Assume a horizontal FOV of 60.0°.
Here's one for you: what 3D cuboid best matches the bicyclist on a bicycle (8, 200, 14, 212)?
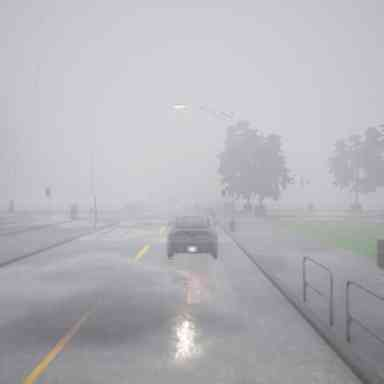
[{"bbox_3d":[-23.985,1.831,44.102,0.582,1.620,1.656,0,0,0],"label":"bicyclist on a bicycle"}]

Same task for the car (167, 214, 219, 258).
[{"bbox_3d":[0.033,1.655,13.481,1.837,1.490,4.892,0,0,1],"label":"car"}]

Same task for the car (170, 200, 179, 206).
[{"bbox_3d":[-3.929,2.429,76.510,1.895,1.301,4.718,0,-1,0],"label":"car"}]
